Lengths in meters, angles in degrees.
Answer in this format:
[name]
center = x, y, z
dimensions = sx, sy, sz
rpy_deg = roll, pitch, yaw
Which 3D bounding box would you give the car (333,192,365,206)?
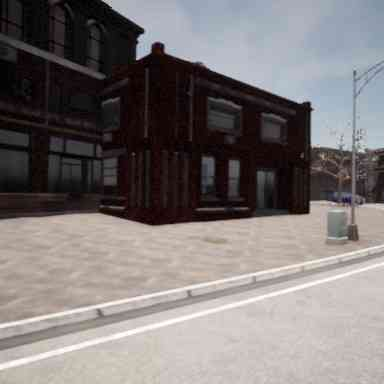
[car]
center = 24.157, 0.993, 51.490
dimensions = 2.150, 2.045, 5.566
rpy_deg = 1, 0, -11
